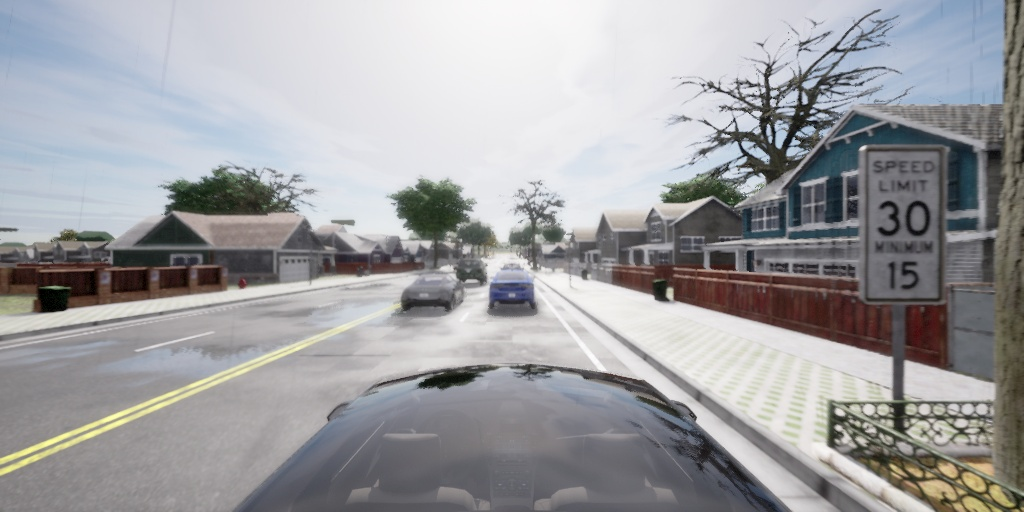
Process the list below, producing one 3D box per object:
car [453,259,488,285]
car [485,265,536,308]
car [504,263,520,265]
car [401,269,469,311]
[{"bbox_3d":[-3.252,1.253,29.435,2.150,2.045,5.566,0,0,0],"label":"car"},{"bbox_3d":[0.019,1.364,16.096,1.882,1.535,5.008,0,0,0],"label":"car"},{"bbox_3d":[0.007,1.389,30.271,2.097,1.767,4.553,0,-1,0],"label":"car"},{"bbox_3d":[-3.239,1.443,15.310,1.994,1.385,4.181,0,0,1],"label":"car"}]
